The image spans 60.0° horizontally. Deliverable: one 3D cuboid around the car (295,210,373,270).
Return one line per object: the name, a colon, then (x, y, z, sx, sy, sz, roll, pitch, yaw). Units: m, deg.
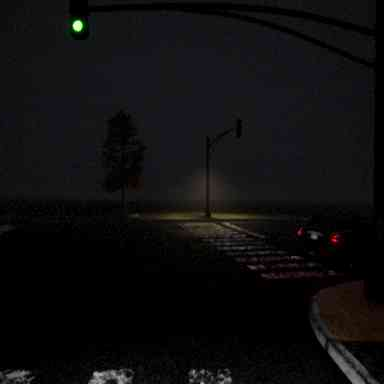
car: (5.980, 1.502, 11.689, 4.553, 1.767, 2.097, 1, 2, -22)
